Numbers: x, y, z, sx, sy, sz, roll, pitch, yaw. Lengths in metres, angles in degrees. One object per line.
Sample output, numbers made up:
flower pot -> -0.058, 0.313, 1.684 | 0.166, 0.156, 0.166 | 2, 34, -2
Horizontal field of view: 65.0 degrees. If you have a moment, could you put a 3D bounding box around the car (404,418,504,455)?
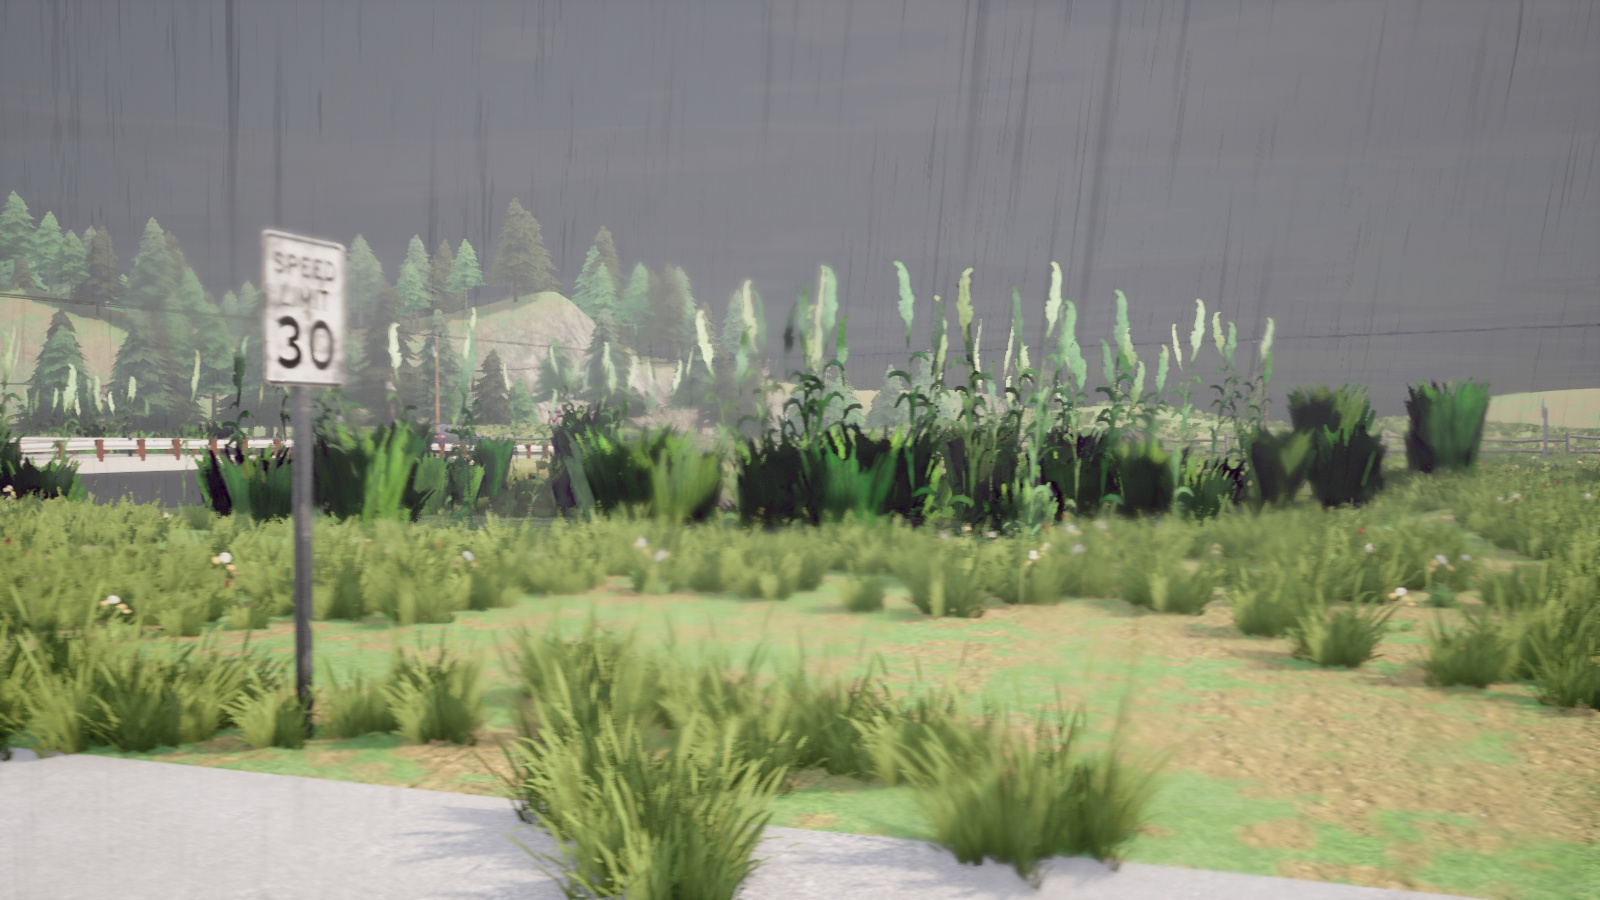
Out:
car -> -17.020, -0.641, 62.080 | 2.242, 1.667, 4.611 | 1, -1, 26

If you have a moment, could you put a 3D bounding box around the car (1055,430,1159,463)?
car -> 15.700, -0.211, 64.180 | 4.856, 1.649, 2.033 | 1, 1, 24
